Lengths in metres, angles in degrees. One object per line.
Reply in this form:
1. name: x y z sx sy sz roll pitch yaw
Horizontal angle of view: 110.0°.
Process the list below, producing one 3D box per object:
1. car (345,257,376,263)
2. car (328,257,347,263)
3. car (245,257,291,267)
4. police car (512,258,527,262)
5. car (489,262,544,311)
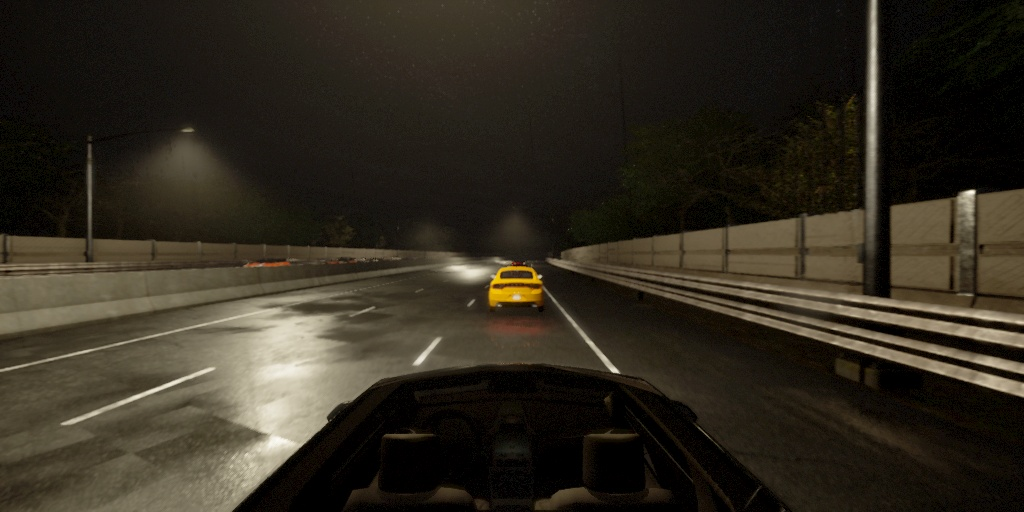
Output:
1. car: -16.870 1.113 41.779 2.033 1.411 5.357 0 0 2
2. car: -20.313 0.908 42.939 2.097 1.767 4.553 0 0 2
3. car: -24.068 0.926 35.440 2.097 1.767 4.553 0 0 2
4. police car: 0.936 1.094 45.021 2.038 1.542 4.974 0 0 2
5. car: 0.183 1.163 14.020 1.882 1.535 5.008 0 0 1
